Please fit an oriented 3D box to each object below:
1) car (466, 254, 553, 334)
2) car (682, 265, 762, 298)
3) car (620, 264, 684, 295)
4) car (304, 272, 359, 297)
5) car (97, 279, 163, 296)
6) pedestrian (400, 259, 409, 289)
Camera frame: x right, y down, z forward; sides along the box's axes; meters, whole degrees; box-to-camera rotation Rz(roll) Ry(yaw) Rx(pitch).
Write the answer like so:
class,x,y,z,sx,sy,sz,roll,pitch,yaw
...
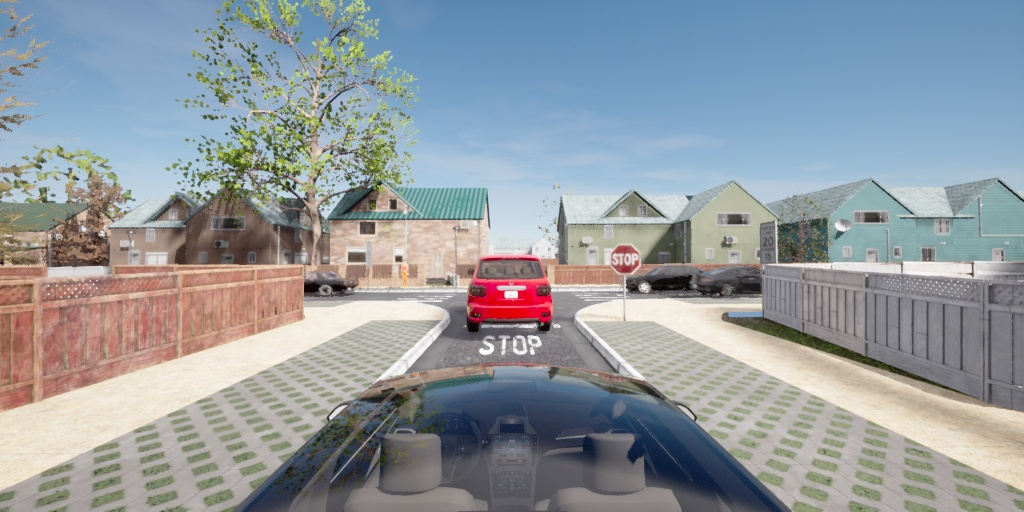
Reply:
class,x,y,z,sx,sy,sz,roll,pitch,yaw
car,-0.176,0.975,10.881,2.150,2.045,5.566,0,0,-3
car,10.669,1.192,16.424,4.674,1.442,1.812,0,-1,1
car,8.445,1.239,19.404,5.008,1.535,1.882,-1,-1,0
car,-11.089,1.546,19.635,4.718,1.301,1.895,-1,-1,1
car,-16.251,1.417,16.752,4.902,1.511,2.128,-1,-1,1
pedestrian,-6.732,1.116,22.505,0.375,1.860,0.375,0,-1,1
